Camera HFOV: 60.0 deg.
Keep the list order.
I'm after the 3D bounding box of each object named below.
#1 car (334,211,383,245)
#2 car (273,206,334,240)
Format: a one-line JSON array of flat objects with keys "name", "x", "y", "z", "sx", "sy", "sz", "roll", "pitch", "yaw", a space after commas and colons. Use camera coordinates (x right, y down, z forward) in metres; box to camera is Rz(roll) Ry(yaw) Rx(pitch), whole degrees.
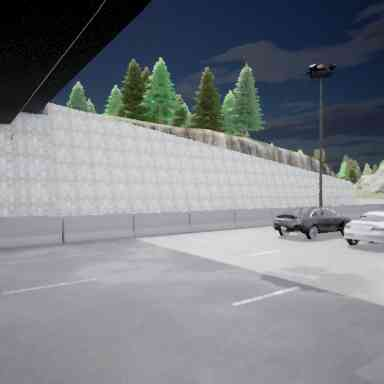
[{"name": "car", "x": 8.283, "y": 1.530, "z": 14.077, "sx": 4.674, "sy": 1.442, "sz": 1.812, "roll": 0, "pitch": 0, "yaw": -35}, {"name": "car", "x": 6.251, "y": 1.492, "z": 16.926, "sx": 4.902, "sy": 1.511, "sz": 2.128, "roll": 0, "pitch": 0, "yaw": -35}]
